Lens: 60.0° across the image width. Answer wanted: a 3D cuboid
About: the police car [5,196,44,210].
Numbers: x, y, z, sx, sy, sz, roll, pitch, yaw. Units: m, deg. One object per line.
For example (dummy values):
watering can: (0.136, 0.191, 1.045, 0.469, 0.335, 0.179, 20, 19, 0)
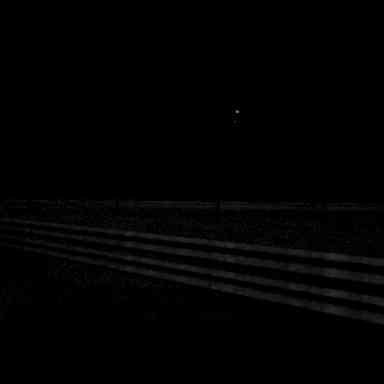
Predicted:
police car: (-21.045, 1.330, 41.524, 5.238, 1.638, 1.930, 0, 0, 16)
